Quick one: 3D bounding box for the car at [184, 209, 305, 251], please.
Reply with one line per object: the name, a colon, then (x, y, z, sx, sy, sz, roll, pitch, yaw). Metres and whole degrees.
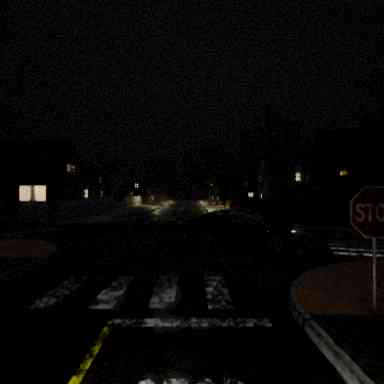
car: (2.093, 1.489, 13.817, 4.902, 1.511, 2.128, 0, -1, 18)
